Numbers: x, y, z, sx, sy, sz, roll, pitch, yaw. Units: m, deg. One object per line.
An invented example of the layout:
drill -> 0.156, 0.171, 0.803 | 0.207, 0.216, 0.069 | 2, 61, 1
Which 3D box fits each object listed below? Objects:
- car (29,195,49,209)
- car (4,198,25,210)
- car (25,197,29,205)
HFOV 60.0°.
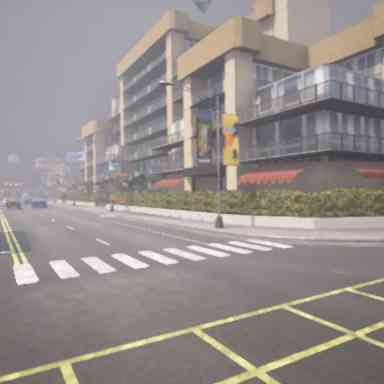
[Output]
car -> -23.790, 1.729, 51.856 | 1.882, 1.535, 5.008 | -1, 0, -30
car -> -26.400, 1.801, 49.385 | 1.837, 1.490, 4.892 | -1, 1, -30
car -> -32.688, 1.854, 66.777 | 1.837, 1.490, 4.892 | -1, 0, -31
